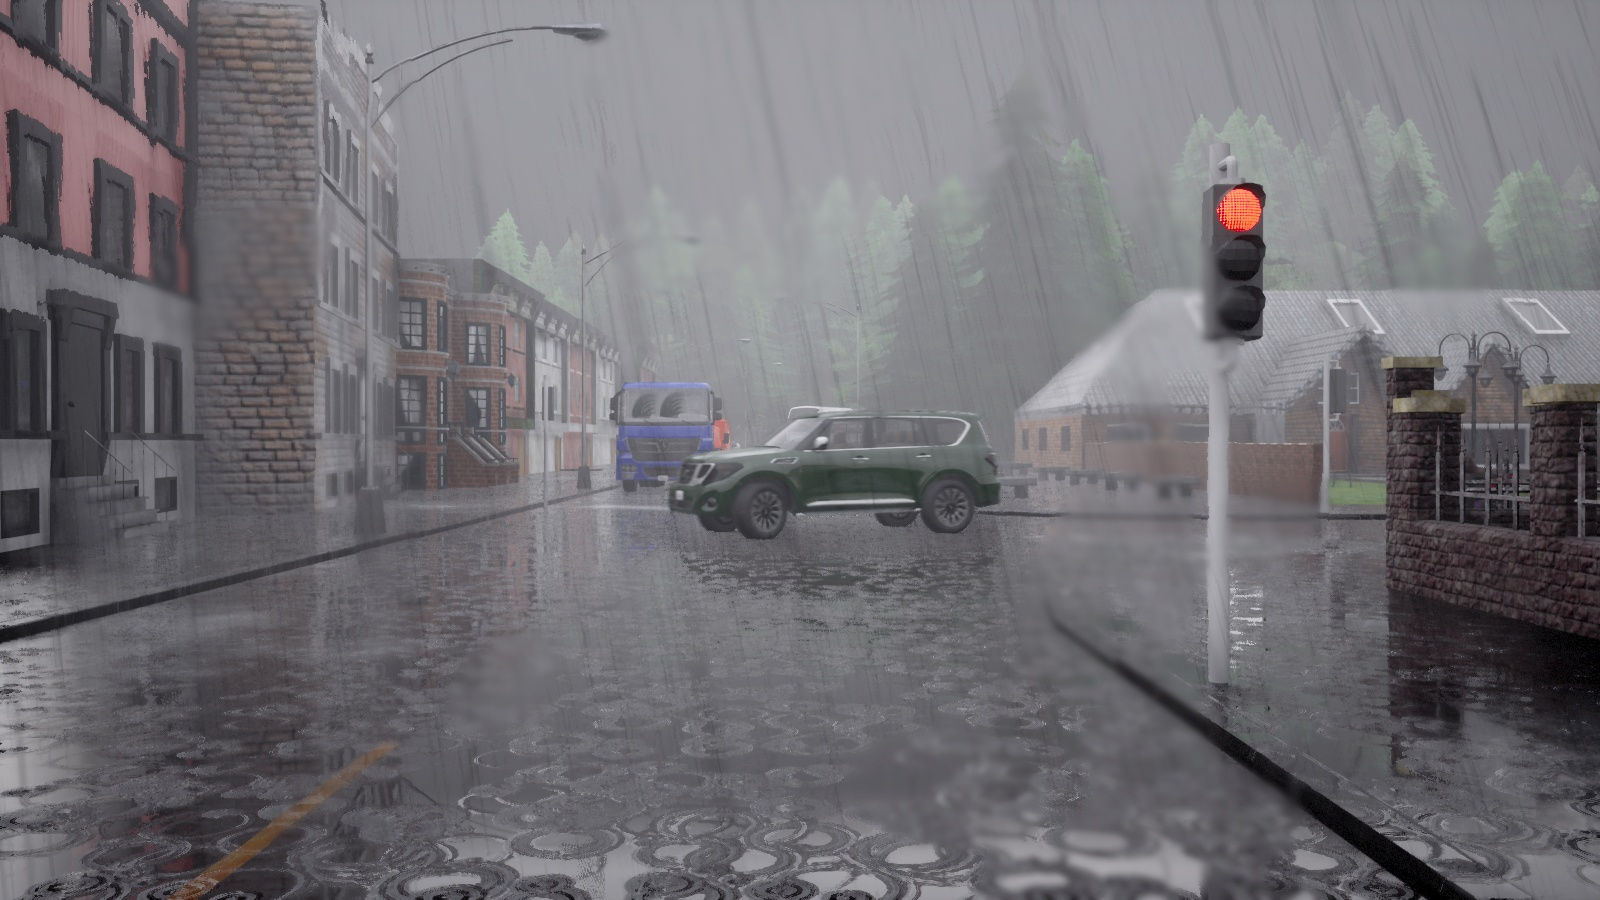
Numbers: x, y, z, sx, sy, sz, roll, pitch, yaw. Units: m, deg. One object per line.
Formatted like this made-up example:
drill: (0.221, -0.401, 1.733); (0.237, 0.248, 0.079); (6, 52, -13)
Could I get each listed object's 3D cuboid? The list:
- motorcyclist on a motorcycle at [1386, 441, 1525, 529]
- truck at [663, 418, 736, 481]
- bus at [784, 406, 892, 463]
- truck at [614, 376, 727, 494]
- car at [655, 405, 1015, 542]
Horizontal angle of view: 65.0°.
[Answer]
motorcyclist on a motorcycle: (11.619, 0.612, 22.285); (2.044, 1.523, 0.797); (0, 0, 0)
truck: (-4.061, -0.035, 51.564); (2.627, 2.467, 5.204); (0, 0, 0)
bus: (3.145, -1.176, 98.794); (3.944, 4.253, 10.273); (0, 0, 31)
truck: (-4.047, -0.470, 41.022); (2.891, 3.462, 7.936); (0, 0, 0)
car: (0.604, 0.348, 20.782); (5.566, 2.045, 2.150); (0, 0, -24)
